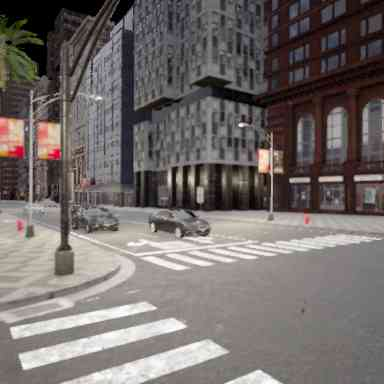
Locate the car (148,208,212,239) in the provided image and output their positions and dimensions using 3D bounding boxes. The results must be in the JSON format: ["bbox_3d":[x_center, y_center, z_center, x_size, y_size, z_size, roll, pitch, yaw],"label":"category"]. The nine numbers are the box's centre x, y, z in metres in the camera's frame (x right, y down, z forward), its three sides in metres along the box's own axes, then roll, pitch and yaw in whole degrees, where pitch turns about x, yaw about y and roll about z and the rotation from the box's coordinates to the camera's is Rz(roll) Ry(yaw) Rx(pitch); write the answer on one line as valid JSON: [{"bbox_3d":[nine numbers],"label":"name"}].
[{"bbox_3d":[-0.807,1.718,19.140,1.837,1.490,4.892,0,0,-34],"label":"car"}]

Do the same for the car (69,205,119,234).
[{"bbox_3d":[-6.259,1.739,21.316,1.837,1.490,4.892,0,-1,-35],"label":"car"}]

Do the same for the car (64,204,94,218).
[{"bbox_3d":[-12.154,2.015,35.585,1.895,1.301,4.718,0,-1,-35],"label":"car"}]

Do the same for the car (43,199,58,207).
[{"bbox_3d":[-20.977,1.717,48.537,1.882,1.535,5.008,0,-1,-35],"label":"car"}]

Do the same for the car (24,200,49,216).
[{"bbox_3d":[-18.725,2.005,39.421,1.812,1.442,4.674,0,-1,-34],"label":"car"}]
